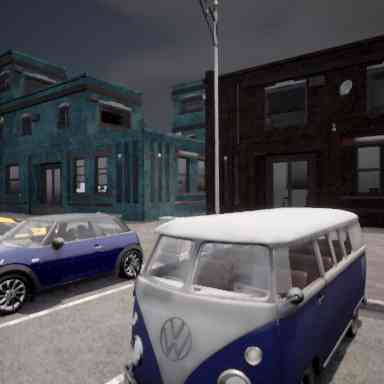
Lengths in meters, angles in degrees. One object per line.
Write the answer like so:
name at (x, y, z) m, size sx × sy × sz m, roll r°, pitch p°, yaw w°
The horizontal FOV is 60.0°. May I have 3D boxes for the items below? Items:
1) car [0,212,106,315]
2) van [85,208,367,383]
car at (-3.285, 1.332, 7.736) m, size 2.185 × 1.767 × 4.553 m, roll 0°, pitch 0°, yaw 36°
van at (1.055, 1.249, 4.459) m, size 1.878 × 1.987 × 4.442 m, roll 0°, pitch 0°, yaw 35°
